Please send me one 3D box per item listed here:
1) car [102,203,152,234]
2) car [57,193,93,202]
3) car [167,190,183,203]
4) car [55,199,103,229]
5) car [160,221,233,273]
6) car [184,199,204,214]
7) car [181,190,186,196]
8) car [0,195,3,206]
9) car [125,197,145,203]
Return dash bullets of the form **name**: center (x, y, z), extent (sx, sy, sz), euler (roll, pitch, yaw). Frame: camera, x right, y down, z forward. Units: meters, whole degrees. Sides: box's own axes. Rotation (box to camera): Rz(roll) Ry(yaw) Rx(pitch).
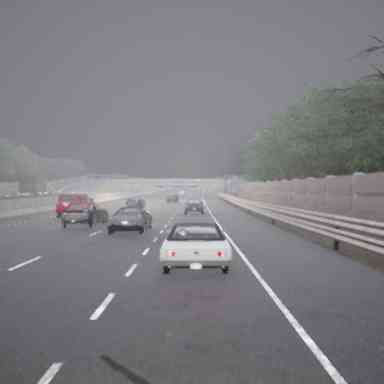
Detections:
- **car**: center (-3.460, 1.547, 19.142), extent (1.994, 1.385, 4.181), euler (0, 0, 0)
- **car**: center (-10.314, 1.141, 29.891), extent (2.150, 2.045, 5.566), euler (0, 1, 0)
- **car**: center (-3.169, 0.957, 56.182), extent (2.128, 1.511, 4.902), euler (0, 1, 1)
- **car**: center (-6.848, 1.466, 21.626), extent (2.128, 1.511, 4.902), euler (0, 0, 0)
- **car**: center (0.114, 1.592, 10.654), extent (1.895, 1.301, 4.718), euler (0, 0, 0)
- **car**: center (0.225, 1.402, 34.004), extent (1.812, 1.442, 4.674), euler (0, 1, 0)
- **car**: center (-2.711, 0.296, 88.751), extent (1.812, 1.442, 4.674), euler (0, 1, 1)
- **car**: center (-27.864, 1.202, 44.588), extent (2.128, 1.511, 4.902), euler (0, 1, 1)
- **car**: center (-6.731, 1.285, 39.818), extent (2.128, 1.511, 4.902), euler (0, 1, 0)
